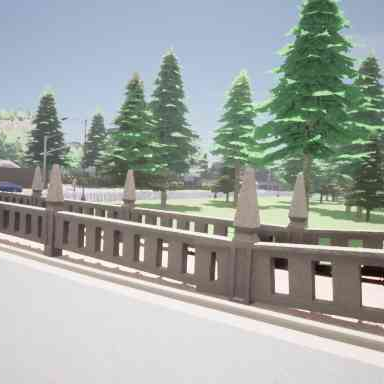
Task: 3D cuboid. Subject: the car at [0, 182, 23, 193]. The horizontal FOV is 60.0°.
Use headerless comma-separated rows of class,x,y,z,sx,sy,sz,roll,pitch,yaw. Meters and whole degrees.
car,-21.382,-0.402,36.981,1.812,1.442,4.674,4,3,37
